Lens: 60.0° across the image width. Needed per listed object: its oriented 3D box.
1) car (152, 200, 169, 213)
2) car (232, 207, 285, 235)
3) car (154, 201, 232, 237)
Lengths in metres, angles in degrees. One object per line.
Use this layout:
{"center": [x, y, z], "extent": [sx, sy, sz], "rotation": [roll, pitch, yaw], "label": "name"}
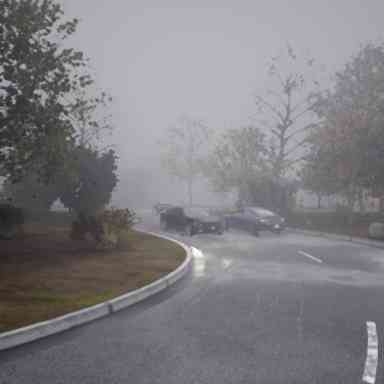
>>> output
{"center": [-3.210, 1.609, 35.817], "extent": [1.837, 1.490, 4.892], "rotation": [1, 0, -13], "label": "car"}
{"center": [3.346, 1.597, 19.245], "extent": [1.812, 1.442, 4.674], "rotation": [1, 0, -27], "label": "car"}
{"center": [-0.145, 1.516, 18.593], "extent": [1.882, 1.535, 5.008], "rotation": [1, 0, -29], "label": "car"}
